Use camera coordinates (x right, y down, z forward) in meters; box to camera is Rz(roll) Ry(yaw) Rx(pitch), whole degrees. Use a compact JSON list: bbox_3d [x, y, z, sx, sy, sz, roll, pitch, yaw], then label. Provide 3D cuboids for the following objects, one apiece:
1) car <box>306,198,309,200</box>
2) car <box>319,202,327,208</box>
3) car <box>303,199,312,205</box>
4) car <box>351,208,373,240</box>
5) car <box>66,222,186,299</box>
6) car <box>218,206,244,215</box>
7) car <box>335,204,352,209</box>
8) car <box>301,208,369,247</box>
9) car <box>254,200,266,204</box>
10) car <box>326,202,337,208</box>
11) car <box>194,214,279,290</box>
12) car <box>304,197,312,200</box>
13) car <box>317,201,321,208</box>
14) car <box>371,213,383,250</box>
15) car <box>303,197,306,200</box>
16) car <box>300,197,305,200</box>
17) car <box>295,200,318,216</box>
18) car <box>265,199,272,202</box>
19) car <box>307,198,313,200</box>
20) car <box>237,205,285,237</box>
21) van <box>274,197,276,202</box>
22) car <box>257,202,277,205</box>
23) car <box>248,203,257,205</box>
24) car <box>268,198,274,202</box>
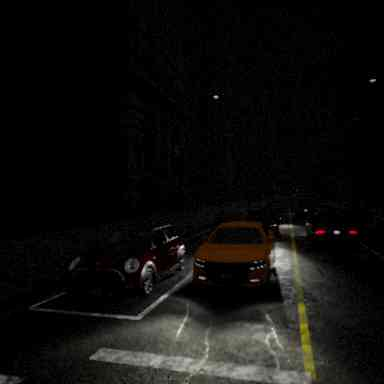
[{"bbox_3d":[21.797,2.201,59.375,1.947,1.339,4.313,-1,-1,16],"label":"car"},{"bbox_3d":[14.211,1.877,33.012,2.008,1.369,4.403,-1,-1,16],"label":"car"},{"bbox_3d":[27.912,2.407,80.629,1.752,1.417,4.829,-1,-1,16],"label":"car"},{"bbox_3d":[9.660,1.714,17.194,1.802,1.307,4.206,-1,-1,16],"label":"car"},{"bbox_3d":[-1.559,1.644,9.039,1.967,1.590,4.097,-1,-1,15],"label":"car"},{"bbox_3d":[2.986,1.942,24.826,1.887,1.381,4.507,-1,-1,16],"label":"car"},{"bbox_3d":[11.176,1.762,22.467,1.947,1.339,4.313,-1,-1,16],"label":"car"},{"bbox_3d":[6.538,1.716,15.856,2.033,1.411,5.357,-1,-1,16],"label":"car"},{"bbox_3d":[7.537,2.030,40.649,1.967,1.590,4.097,-1,-1,16],"label":"car"},{"bbox_3d":[12.740,1.789,27.904,1.752,1.417,4.829,-1,-1,16],"label":"car"},{"bbox_3d":[1.453,1.638,9.881,1.882,1.535,5.008,-1,-1,16],"label":"car"},{"bbox_3d":[23.361,2.224,64.811,1.752,1.417,4.829,-1,-1,16],"label":"car"},{"bbox_3d":[17.246,2.003,43.558,2.008,1.369,4.403,-1,-1,16],"label":"car"},{"bbox_3d":[8.142,1.633,11.922,1.947,1.339,4.313,-1,-1,16],"label":"car"},{"bbox_3d":[24.832,2.339,69.919,1.802,1.307,4.206,-1,-1,16],"label":"car"},{"bbox_3d":[26.344,2.134,75.197,2.192,1.841,5.009,-1,-1,16],"label":"car"},{"bbox_3d":[12.856,2.003,37.930,1.994,1.385,4.181,-1,-1,16],"label":"car"},{"bbox_3d":[12.044,2.298,56.304,1.752,1.417,4.829,-1,-1,16],"label":"car"},{"bbox_3d":[20.280,2.140,54.103,1.947,1.339,4.313,-1,-1,16],"label":"car"},{"bbox_3d":[4.229,1.770,19.518,2.128,1.511,4.902,-1,-1,16],"label":"car"},{"bbox_3d":[16.640,2.299,72.291,1.690,1.788,3.998,-1,-1,16],"label":"van"},{"bbox_3d":[7.084,1.904,29.409,1.837,1.490,4.892,-1,-1,16],"label":"car"},{"bbox_3d":[4.456,1.985,29.937,1.752,1.417,4.829,-1,-1,16],"label":"car"},{"bbox_3d":[13.607,2.276,61.742,1.967,1.590,4.097,-1,-1,16],"label":"car"}]
